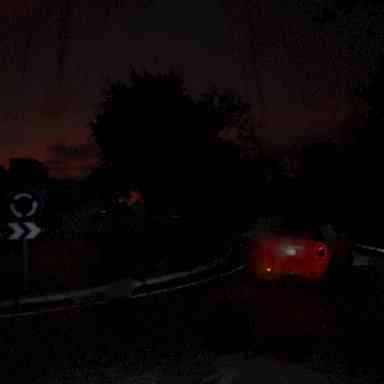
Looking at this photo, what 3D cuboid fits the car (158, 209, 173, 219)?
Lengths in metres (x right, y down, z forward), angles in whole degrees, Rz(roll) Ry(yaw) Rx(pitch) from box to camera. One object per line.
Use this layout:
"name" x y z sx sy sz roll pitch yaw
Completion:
"car" -5.617 4.984 71.148 1.994 1.385 4.181 0 -2 -13

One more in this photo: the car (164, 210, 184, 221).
"car" -3.380 4.612 61.237 1.837 1.490 4.892 1 -3 -16

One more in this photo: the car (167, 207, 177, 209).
"car" -2.953 5.241 82.455 5.008 1.535 2.097 0 -2 -13

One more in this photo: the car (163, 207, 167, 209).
"car" -4.799 5.463 90.572 5.008 1.535 2.097 0 -2 -13

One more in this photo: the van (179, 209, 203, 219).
"van" -0.015 4.648 68.905 4.442 1.987 1.878 0 -2 -13

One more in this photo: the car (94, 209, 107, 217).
"car" -19.189 4.683 68.734 2.033 1.411 5.357 0 -2 -13

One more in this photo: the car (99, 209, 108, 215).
"car" -24.175 5.474 90.873 2.128 1.511 4.902 0 -2 -13

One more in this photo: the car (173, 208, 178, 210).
"car" -1.708 5.124 77.048 4.792 1.488 2.163 0 -2 -13

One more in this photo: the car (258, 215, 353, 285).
"car" 3.869 1.743 10.920 2.097 1.767 4.553 -4 -4 33

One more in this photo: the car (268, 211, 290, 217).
"car" 8.018 2.726 31.229 2.097 1.767 4.553 -4 -4 36
